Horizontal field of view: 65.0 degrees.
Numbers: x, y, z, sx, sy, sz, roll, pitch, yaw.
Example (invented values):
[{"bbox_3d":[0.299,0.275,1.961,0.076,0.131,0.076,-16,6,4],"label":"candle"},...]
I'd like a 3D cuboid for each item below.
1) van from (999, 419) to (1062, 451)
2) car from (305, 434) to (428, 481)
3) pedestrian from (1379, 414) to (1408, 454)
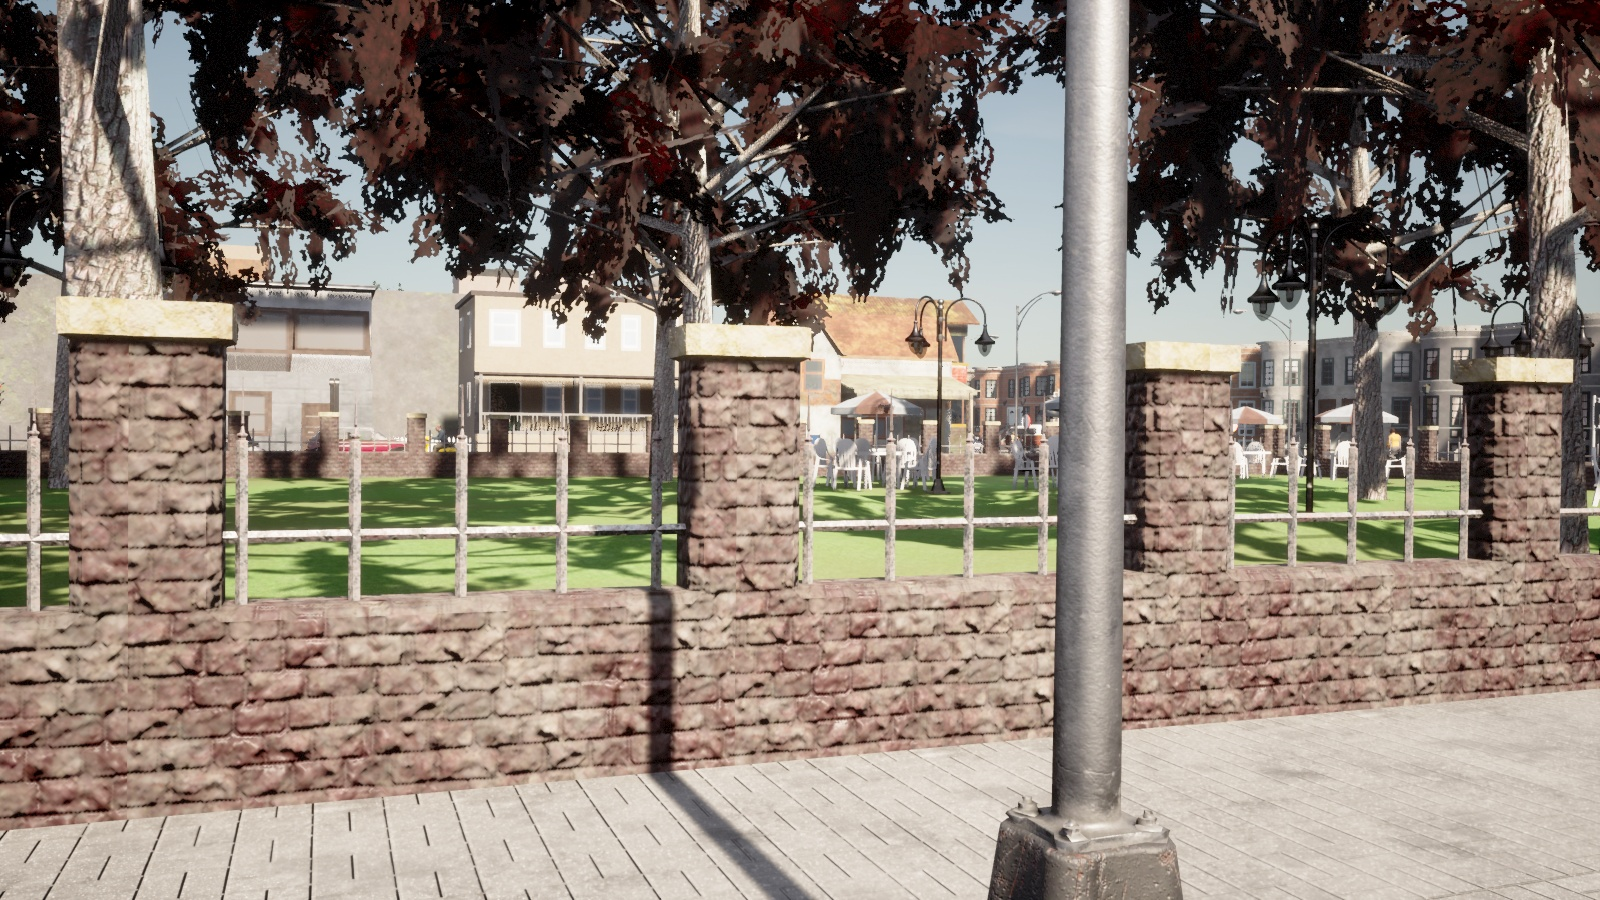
[{"bbox_3d":[15.271,-0.999,83.313,2.069,2.038,4.480,-1,1,-21],"label":"van"},{"bbox_3d":[-14.629,0.232,42.367,3.806,1.475,1.970,-1,1,-21],"label":"car"},{"bbox_3d":[27.767,-0.748,58.738,0.874,1.855,0.900,-1,1,-14],"label":"pedestrian"}]
